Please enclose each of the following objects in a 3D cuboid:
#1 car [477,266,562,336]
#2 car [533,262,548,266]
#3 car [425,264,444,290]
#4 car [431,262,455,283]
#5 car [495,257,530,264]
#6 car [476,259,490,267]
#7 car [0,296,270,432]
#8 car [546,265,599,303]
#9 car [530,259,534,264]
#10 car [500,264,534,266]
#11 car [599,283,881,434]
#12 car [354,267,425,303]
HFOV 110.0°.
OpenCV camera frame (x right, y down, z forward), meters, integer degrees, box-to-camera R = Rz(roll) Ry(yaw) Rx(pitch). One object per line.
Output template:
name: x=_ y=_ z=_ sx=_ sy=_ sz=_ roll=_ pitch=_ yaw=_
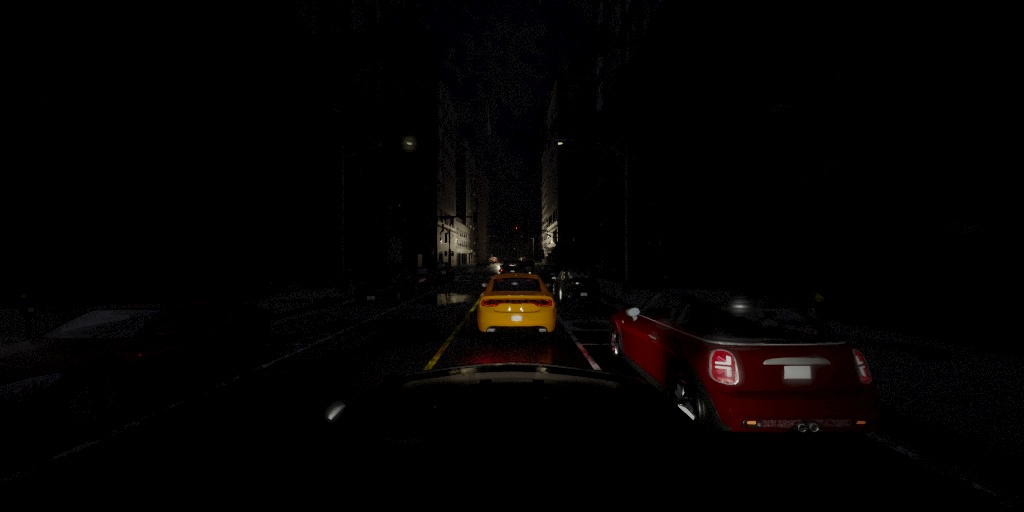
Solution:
car: x=0.114 y=1.228 z=10.414 sx=1.882 sy=1.535 sz=5.008 roll=0 pitch=0 yaw=0
car: x=2.906 y=1.319 z=27.532 sx=1.948 sy=1.339 sz=4.313 roll=0 pitch=0 yaw=0
car: x=-5.630 y=1.334 z=22.047 sx=1.802 sy=1.307 sz=4.207 roll=0 pitch=0 yaw=0
car: x=-5.619 y=1.193 z=27.548 sx=1.967 sy=1.591 sz=4.097 roll=0 pitch=0 yaw=0
car: x=0.080 y=1.105 z=28.135 sx=2.097 sy=1.767 sz=4.553 roll=0 pitch=0 yaw=1
car: x=-5.513 y=1.375 z=64.650 sx=1.802 sy=1.307 sz=4.207 roll=0 pitch=0 yaw=0
car: x=-5.661 y=1.332 z=5.543 sx=1.802 sy=1.307 sz=4.207 roll=0 pitch=0 yaw=0
car: x=2.885 y=1.301 z=16.529 sx=2.007 sy=1.370 sz=4.403 roll=0 pitch=0 yaw=0
car: x=3.012 y=1.233 z=64.621 sx=1.967 sy=1.591 sz=4.097 roll=0 pitch=0 yaw=0
car: x=0.135 y=1.315 z=19.403 sx=1.994 sy=1.385 sz=4.181 roll=0 pitch=0 yaw=0
car: x=2.864 y=1.190 z=5.526 sx=1.967 sy=1.591 sz=4.097 roll=0 pitch=0 yaw=0
car: x=-5.640 y=1.317 z=16.546 sx=1.948 sy=1.339 sz=4.313 roll=0 pitch=0 yaw=0
